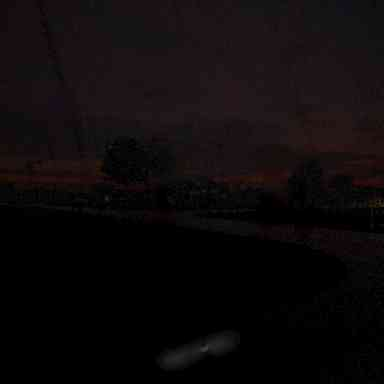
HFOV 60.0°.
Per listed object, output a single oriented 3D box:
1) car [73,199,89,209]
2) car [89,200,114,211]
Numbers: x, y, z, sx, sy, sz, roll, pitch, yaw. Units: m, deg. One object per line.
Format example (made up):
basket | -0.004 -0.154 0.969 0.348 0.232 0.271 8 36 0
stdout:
car | -18.754 1.956 56.014 1.882 1.535 5.008 0 -1 -36
car | -12.708 1.862 47.653 1.812 1.442 4.674 0 -1 -35
